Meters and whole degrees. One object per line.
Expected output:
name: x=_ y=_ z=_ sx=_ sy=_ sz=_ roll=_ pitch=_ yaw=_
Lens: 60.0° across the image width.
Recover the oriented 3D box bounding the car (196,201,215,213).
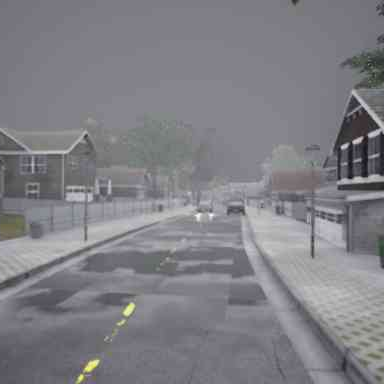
car: x=1.661 y=1.822 z=40.776 sx=1.812 sy=1.442 sz=4.674 roll=0 pitch=-1 yaw=8

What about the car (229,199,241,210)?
car: x=6.747 y=1.953 z=52.342 sx=1.801 sy=1.575 sz=5.366 roll=0 pitch=-1 yaw=6

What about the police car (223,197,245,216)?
police car: x=4.780 y=1.671 z=36.298 sx=1.930 sy=1.638 sz=5.238 roll=0 pitch=-1 yaw=8

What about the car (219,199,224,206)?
car: x=7.294 y=2.177 z=69.835 sx=1.837 sy=1.490 sz=4.892 roll=0 pitch=-1 yaw=3
